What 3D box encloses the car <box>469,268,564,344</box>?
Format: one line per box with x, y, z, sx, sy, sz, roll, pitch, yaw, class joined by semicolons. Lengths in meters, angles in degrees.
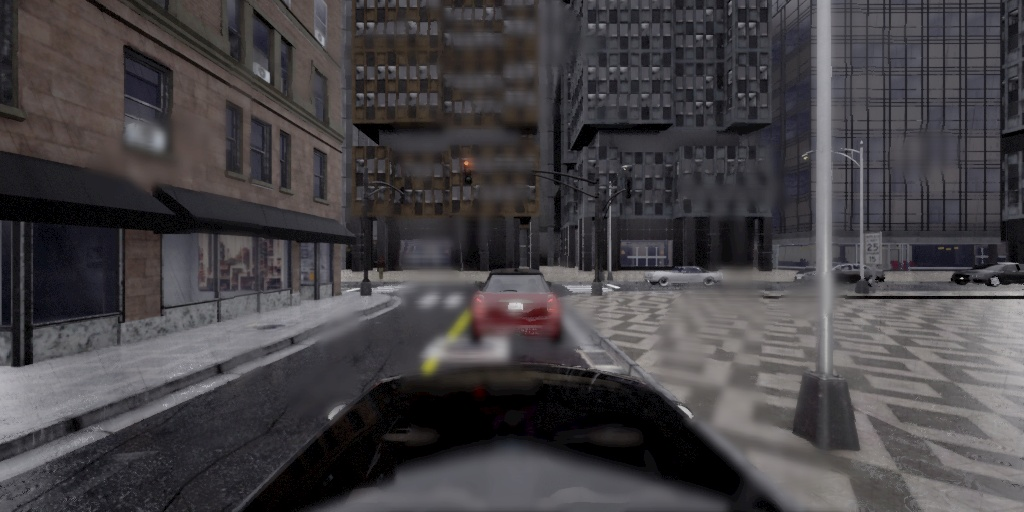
0.069;1.102;9.723;2.097;1.767;4.553;0;0;-1;car

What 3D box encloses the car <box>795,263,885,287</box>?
21.388;1.210;23.524;4.902;1.511;2.128;0;0;1;car

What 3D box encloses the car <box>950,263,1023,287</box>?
31.794;1.210;23.401;4.892;1.490;1.837;0;0;1;car

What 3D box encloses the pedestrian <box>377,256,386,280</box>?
-9.837;0.902;26.905;0.375;1.860;0.375;0;0;1;pedestrian

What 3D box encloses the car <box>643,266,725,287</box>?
11.195;1.333;23.639;4.718;1.301;1.895;0;0;1;car
